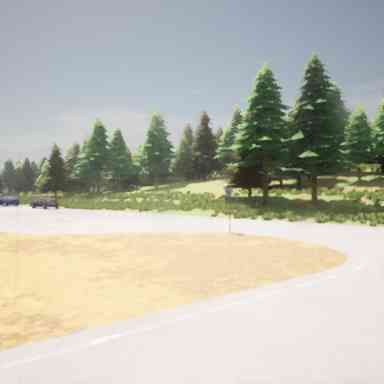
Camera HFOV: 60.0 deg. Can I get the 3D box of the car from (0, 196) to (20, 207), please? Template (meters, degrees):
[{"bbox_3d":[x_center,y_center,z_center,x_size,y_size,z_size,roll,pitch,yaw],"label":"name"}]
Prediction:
[{"bbox_3d":[-27.864,1.408,50.199,5.008,1.535,1.882,0,0,38],"label":"car"}]

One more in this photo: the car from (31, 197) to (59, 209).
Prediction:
[{"bbox_3d":[-19.348,1.450,43.661,4.902,1.511,2.128,0,0,38],"label":"car"}]
